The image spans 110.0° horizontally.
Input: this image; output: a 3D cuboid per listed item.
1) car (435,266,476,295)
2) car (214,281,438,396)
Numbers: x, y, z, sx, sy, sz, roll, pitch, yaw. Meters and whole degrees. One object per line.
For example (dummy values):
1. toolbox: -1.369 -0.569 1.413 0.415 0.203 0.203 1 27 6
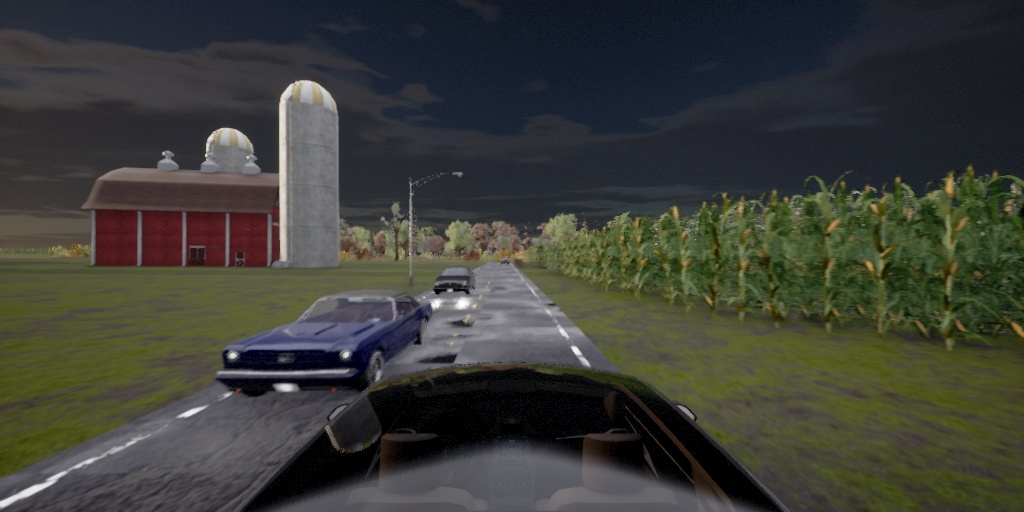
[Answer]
1. car: -3.044 1.299 20.142 2.033 1.411 5.357 0 0 -1
2. car: -2.883 1.360 6.751 1.895 1.301 4.718 0 0 -1
